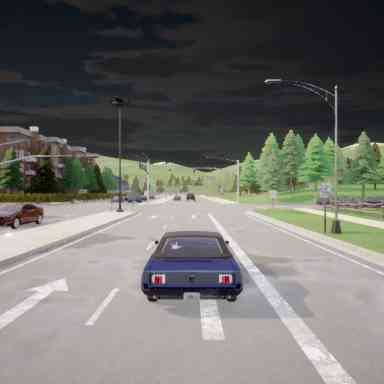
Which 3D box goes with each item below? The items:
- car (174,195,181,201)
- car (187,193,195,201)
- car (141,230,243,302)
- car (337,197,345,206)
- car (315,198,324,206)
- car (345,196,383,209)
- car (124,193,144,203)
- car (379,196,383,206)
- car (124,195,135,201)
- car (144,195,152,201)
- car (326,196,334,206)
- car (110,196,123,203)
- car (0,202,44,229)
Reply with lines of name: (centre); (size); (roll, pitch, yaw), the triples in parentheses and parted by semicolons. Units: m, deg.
car: (-3.844, 1.525, 87.696); (2.128, 1.511, 4.902); (0, 0, -1)
car: (-0.344, 1.225, 87.729); (2.150, 2.045, 5.566); (0, 0, -1)
car: (0.001, 1.601, 8.240); (1.895, 1.301, 4.718); (0, 0, 0)
car: (23.931, 1.601, 48.460); (4.718, 1.301, 1.895); (0, 0, 0)
car: (23.020, 1.491, 55.449); (4.902, 1.511, 2.128); (0, 0, 0)
car: (23.847, 1.352, 44.960); (4.553, 1.767, 2.097); (0, 0, 0)
car: (-11.552, 1.221, 66.869); (2.150, 2.045, 5.566); (0, 0, 0)
car: (34.278, 1.490, 55.500); (4.902, 1.511, 2.128); (0, 0, 0)
car: (-15.245, 1.478, 81.115); (1.882, 1.535, 5.008); (0, 0, -1)
car: (-11.759, 1.478, 82.004); (1.882, 1.535, 5.008); (0, 0, -1)
car: (24.139, 1.491, 51.960); (4.902, 1.511, 2.128); (0, 0, 0)
car: (-15.044, 1.526, 66.696); (1.812, 1.442, 4.674); (0, 0, 0)
car: (-11.553, 1.478, 21.800); (1.882, 1.535, 5.008); (0, 0, 0)
